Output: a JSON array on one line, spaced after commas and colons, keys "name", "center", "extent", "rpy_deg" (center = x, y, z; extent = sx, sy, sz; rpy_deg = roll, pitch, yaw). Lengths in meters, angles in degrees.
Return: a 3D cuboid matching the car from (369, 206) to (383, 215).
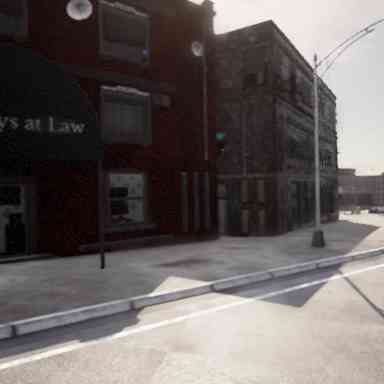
[{"name": "car", "center": [31.001, 3.099, 54.963], "extent": [1.812, 1.442, 4.674], "rpy_deg": [-1, -3, 2]}]
